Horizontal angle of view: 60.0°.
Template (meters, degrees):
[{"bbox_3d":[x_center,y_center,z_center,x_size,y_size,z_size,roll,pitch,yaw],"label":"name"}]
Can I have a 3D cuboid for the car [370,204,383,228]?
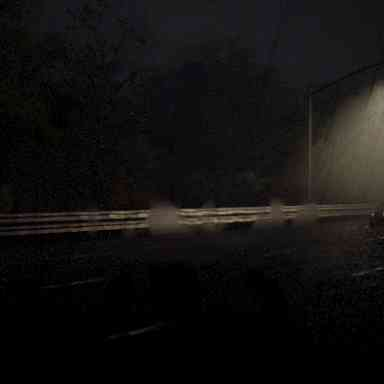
[{"bbox_3d":[13.881,1.527,22.180,4.553,1.767,2.097,0,0,-35],"label":"car"}]
